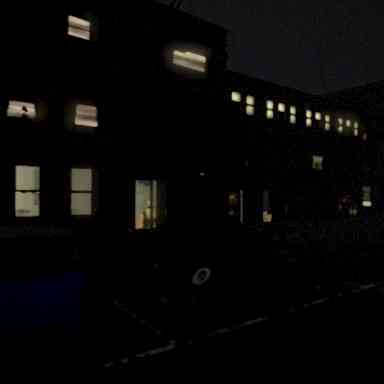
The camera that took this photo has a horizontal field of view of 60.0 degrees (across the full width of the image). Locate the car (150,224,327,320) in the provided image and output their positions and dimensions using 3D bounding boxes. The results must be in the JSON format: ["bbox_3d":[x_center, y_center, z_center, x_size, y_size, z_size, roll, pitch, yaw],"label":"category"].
[{"bbox_3d":[1.100,1.492,7.349,4.097,1.590,1.967,1,-1,-36],"label":"car"}]

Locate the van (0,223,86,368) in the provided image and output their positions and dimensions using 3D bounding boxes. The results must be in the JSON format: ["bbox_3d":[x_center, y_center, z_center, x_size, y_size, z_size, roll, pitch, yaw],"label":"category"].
[{"bbox_3d":[-3.395,1.337,4.141,3.998,1.788,1.690,1,-1,-36],"label":"van"}]
